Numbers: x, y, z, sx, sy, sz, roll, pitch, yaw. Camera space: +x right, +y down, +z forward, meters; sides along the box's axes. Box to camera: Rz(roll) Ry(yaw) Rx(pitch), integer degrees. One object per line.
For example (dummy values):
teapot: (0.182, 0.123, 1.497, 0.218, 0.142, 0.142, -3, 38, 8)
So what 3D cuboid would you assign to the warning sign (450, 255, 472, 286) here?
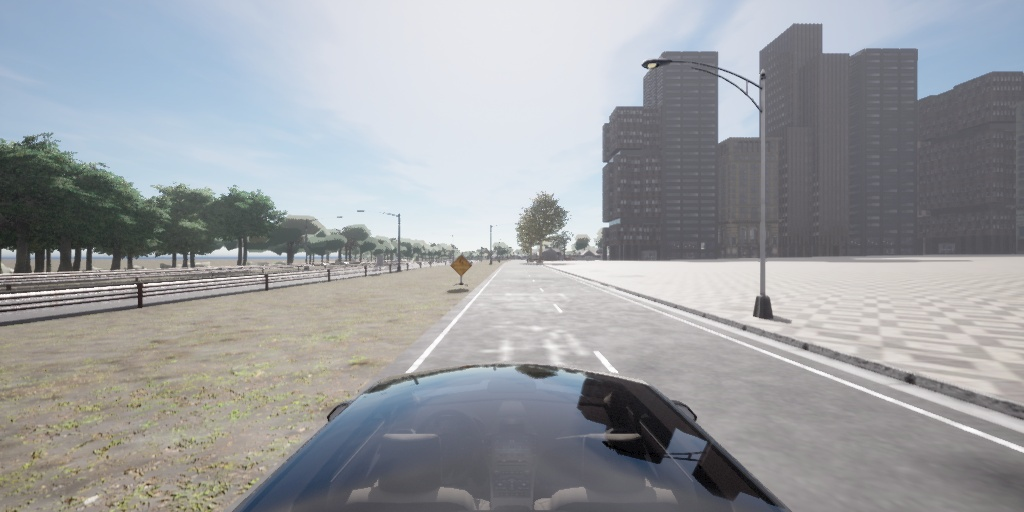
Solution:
warning sign: (-3.049, 0.862, 21.580, 1.300, 1.860, 1.060, 0, 0, 0)
